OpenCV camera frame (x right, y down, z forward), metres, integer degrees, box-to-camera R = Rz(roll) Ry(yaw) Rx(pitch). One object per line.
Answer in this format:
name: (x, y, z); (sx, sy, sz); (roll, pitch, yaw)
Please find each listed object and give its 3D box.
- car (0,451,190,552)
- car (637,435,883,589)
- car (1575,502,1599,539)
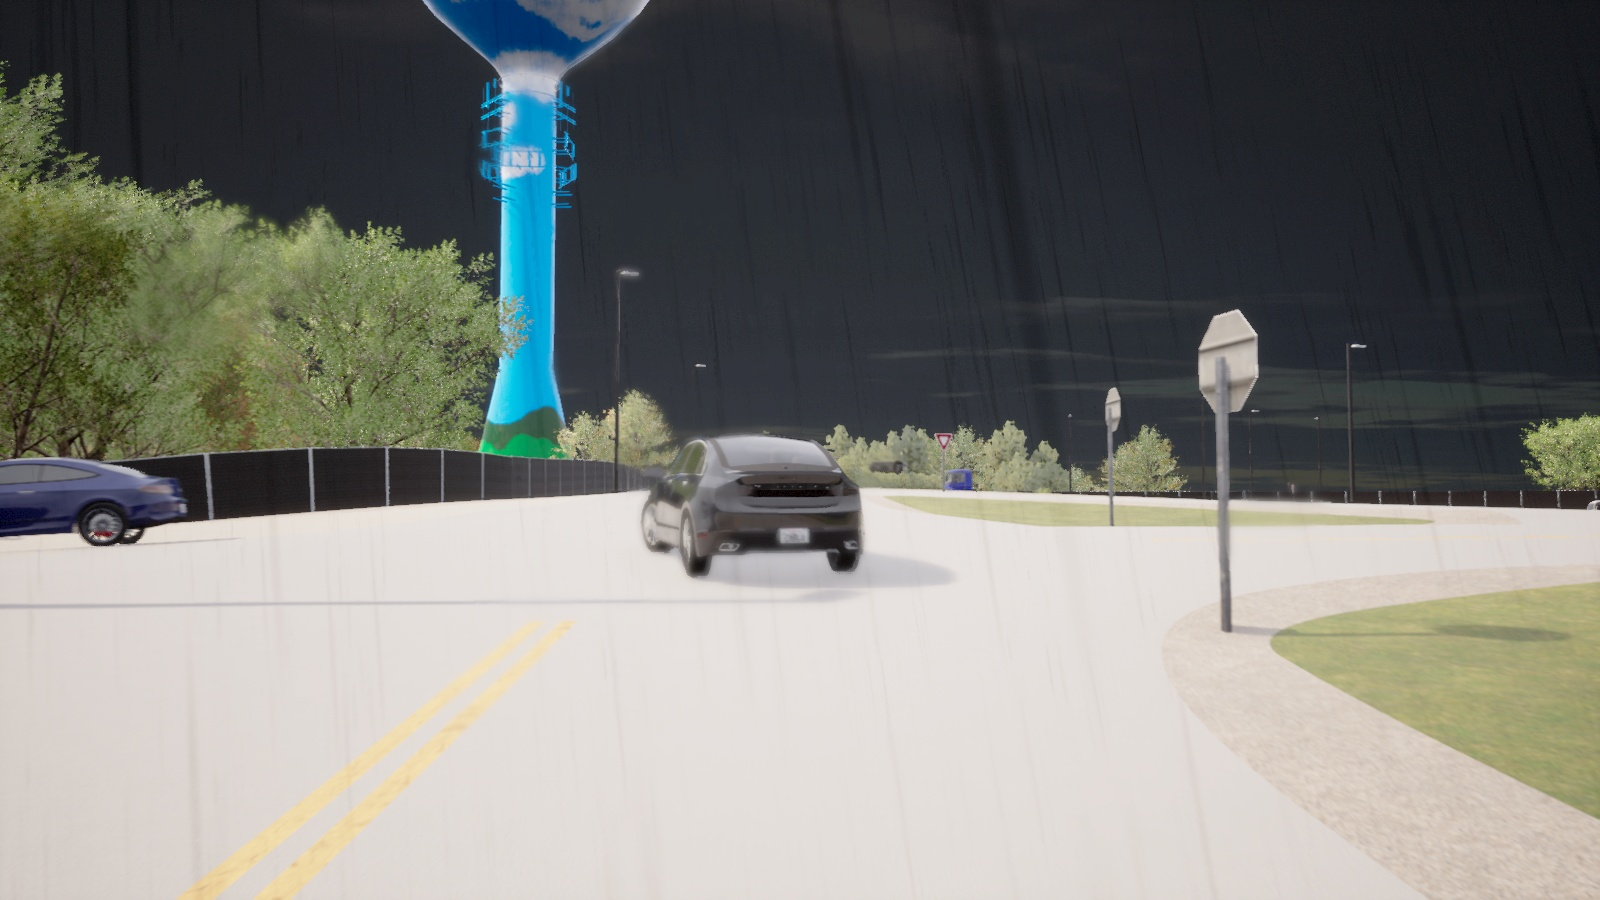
car: (-12.331, 0.857, 19.759); (4.674, 1.442, 1.812); (-2, -2, -17)
car: (-0.684, 0.581, 14.777); (1.837, 1.490, 4.892); (0, 0, -15)
car: (30.607, 2.660, 47.650); (1.481, 1.376, 2.207); (-1, -3, 17)
